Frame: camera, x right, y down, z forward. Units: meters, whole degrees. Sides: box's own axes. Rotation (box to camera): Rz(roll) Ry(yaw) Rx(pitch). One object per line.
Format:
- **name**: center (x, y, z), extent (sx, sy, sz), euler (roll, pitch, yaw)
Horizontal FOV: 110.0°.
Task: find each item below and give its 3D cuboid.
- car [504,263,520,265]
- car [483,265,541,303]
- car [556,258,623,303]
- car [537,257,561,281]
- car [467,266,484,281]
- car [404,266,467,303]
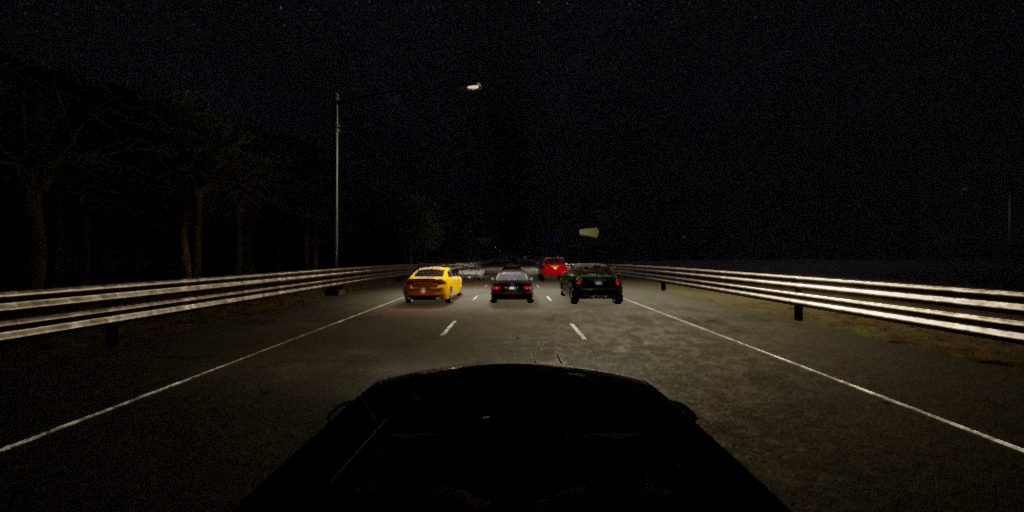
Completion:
- **car**: center (0.000, 1.371, 31.628), extent (2.128, 1.511, 4.902), euler (0, -1, 0)
- **car**: center (-0.001, 1.317, 16.619), extent (2.033, 1.411, 5.357), euler (0, 0, 0)
- **car**: center (3.499, 1.120, 16.589), extent (2.097, 1.767, 4.553), euler (0, 0, 0)
- **car**: center (3.499, 1.135, 31.662), extent (2.150, 2.045, 5.566), euler (0, -1, 0)
- **car**: center (-3.500, 1.493, 31.657), extent (1.895, 1.301, 4.718), euler (0, -1, 0)
- **car**: center (-3.501, 1.239, 16.619), extent (1.882, 1.535, 5.008), euler (0, 0, 0)
